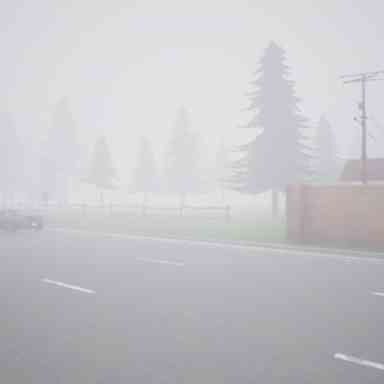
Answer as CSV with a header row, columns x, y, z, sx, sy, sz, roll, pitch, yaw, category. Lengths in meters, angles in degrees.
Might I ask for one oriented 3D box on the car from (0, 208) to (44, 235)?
x,y,z,sx,sy,sz,roll,pitch,yaw,category
-10.880,1.716,20.350,4.674,1.442,1.812,-1,0,36,car
